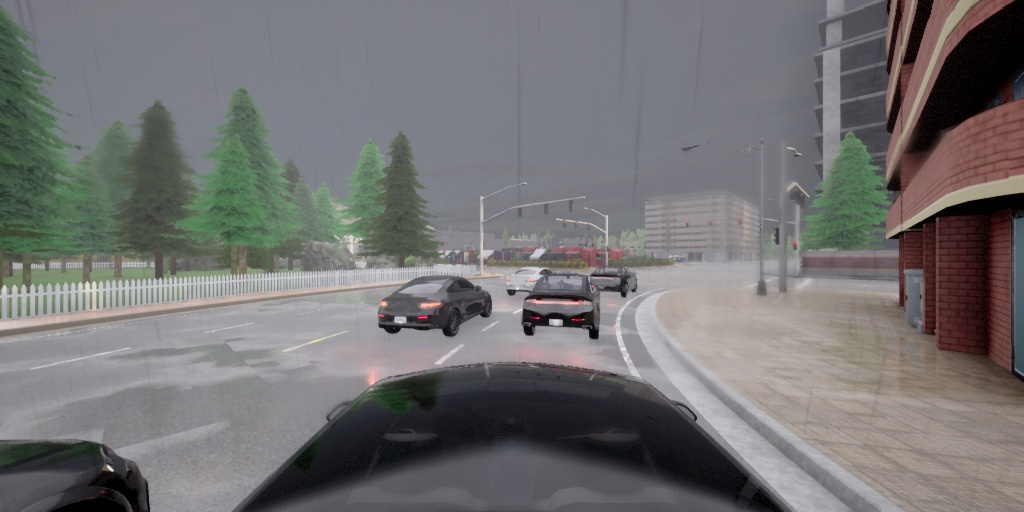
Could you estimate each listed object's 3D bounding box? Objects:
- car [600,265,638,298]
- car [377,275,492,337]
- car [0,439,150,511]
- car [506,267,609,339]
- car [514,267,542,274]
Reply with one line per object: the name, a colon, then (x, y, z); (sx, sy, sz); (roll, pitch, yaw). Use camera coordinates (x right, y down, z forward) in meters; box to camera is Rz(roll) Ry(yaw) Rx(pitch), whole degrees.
car: (5.344, 1.241, 18.824); (2.128, 1.511, 4.902); (0, 0, 28)
car: (-1.986, 1.276, 10.340); (1.812, 1.442, 4.674); (0, 0, 13)
car: (-3.170, 1.314, 0.434); (1.994, 1.385, 4.181); (0, 0, -2)
car: (1.561, 1.242, 10.208); (2.128, 1.511, 4.902); (0, 0, 14)
car: (1.266, 1.276, 18.837); (1.812, 1.442, 4.674); (0, 0, 26)
